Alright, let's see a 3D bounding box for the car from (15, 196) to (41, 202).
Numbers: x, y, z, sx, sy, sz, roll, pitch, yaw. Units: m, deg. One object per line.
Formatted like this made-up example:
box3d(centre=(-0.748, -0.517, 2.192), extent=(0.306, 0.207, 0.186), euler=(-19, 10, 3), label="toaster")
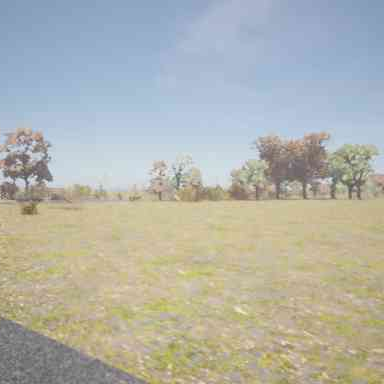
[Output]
box3d(centre=(-38.318, 1.667, 77.870), extent=(2.033, 1.411, 5.357), euler=(0, 0, 34), label="car")
